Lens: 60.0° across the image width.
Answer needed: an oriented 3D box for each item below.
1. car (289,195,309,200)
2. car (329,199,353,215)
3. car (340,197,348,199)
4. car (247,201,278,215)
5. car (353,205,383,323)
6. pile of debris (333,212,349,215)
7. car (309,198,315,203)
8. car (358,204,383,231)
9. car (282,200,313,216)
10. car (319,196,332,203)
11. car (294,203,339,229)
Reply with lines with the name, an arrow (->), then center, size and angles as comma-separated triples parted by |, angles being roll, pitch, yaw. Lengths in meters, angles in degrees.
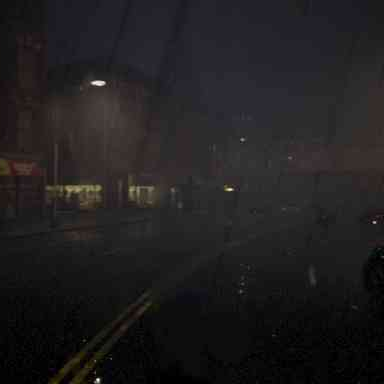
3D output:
car -> 19.545, 1.507, 61.910 | 2.435, 2.045, 5.566 | 0, 0, 30
car -> 17.101, 1.818, 37.594 | 1.895, 1.301, 4.718 | 1, 0, 30
car -> 31.748, 1.843, 69.599 | 1.837, 1.490, 4.892 | 0, 0, 31
car -> 7.677, 1.674, 35.691 | 2.033, 1.411, 5.357 | 0, 0, 30
car -> 4.027, 1.266, 3.979 | 2.150, 2.045, 5.566 | 0, 0, 9
pile of debris -> 16.378, 2.386, 36.532 | 1.500, 0.140, 1.860 | 0, 0, 30
car -> 23.230, 1.918, 68.320 | 1.895, 1.301, 4.718 | 0, 0, 30
car -> 12.633, 1.659, 22.898 | 1.837, 1.490, 4.892 | 0, 0, 30
car -> 10.556, 1.752, 33.679 | 1.895, 1.301, 4.718 | 0, 0, 30
car -> 28.749, 1.674, 71.401 | 2.097, 1.767, 4.553 | 0, 0, 31
car -> 8.701, 1.681, 23.042 | 1.994, 1.385, 4.181 | 0, 0, 30
